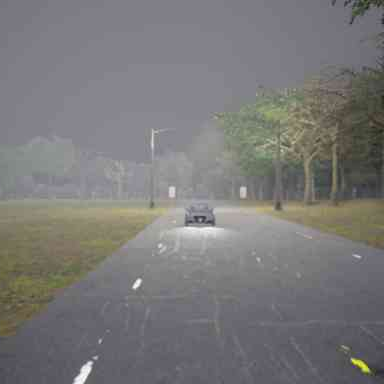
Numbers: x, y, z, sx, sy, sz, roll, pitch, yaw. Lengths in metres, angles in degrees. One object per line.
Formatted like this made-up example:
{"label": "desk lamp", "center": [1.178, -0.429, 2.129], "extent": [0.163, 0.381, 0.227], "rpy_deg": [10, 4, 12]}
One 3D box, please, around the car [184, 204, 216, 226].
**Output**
{"label": "car", "center": [0.497, 1.483, 22.265], "extent": [1.994, 1.385, 4.181], "rpy_deg": [0, 0, 0]}
